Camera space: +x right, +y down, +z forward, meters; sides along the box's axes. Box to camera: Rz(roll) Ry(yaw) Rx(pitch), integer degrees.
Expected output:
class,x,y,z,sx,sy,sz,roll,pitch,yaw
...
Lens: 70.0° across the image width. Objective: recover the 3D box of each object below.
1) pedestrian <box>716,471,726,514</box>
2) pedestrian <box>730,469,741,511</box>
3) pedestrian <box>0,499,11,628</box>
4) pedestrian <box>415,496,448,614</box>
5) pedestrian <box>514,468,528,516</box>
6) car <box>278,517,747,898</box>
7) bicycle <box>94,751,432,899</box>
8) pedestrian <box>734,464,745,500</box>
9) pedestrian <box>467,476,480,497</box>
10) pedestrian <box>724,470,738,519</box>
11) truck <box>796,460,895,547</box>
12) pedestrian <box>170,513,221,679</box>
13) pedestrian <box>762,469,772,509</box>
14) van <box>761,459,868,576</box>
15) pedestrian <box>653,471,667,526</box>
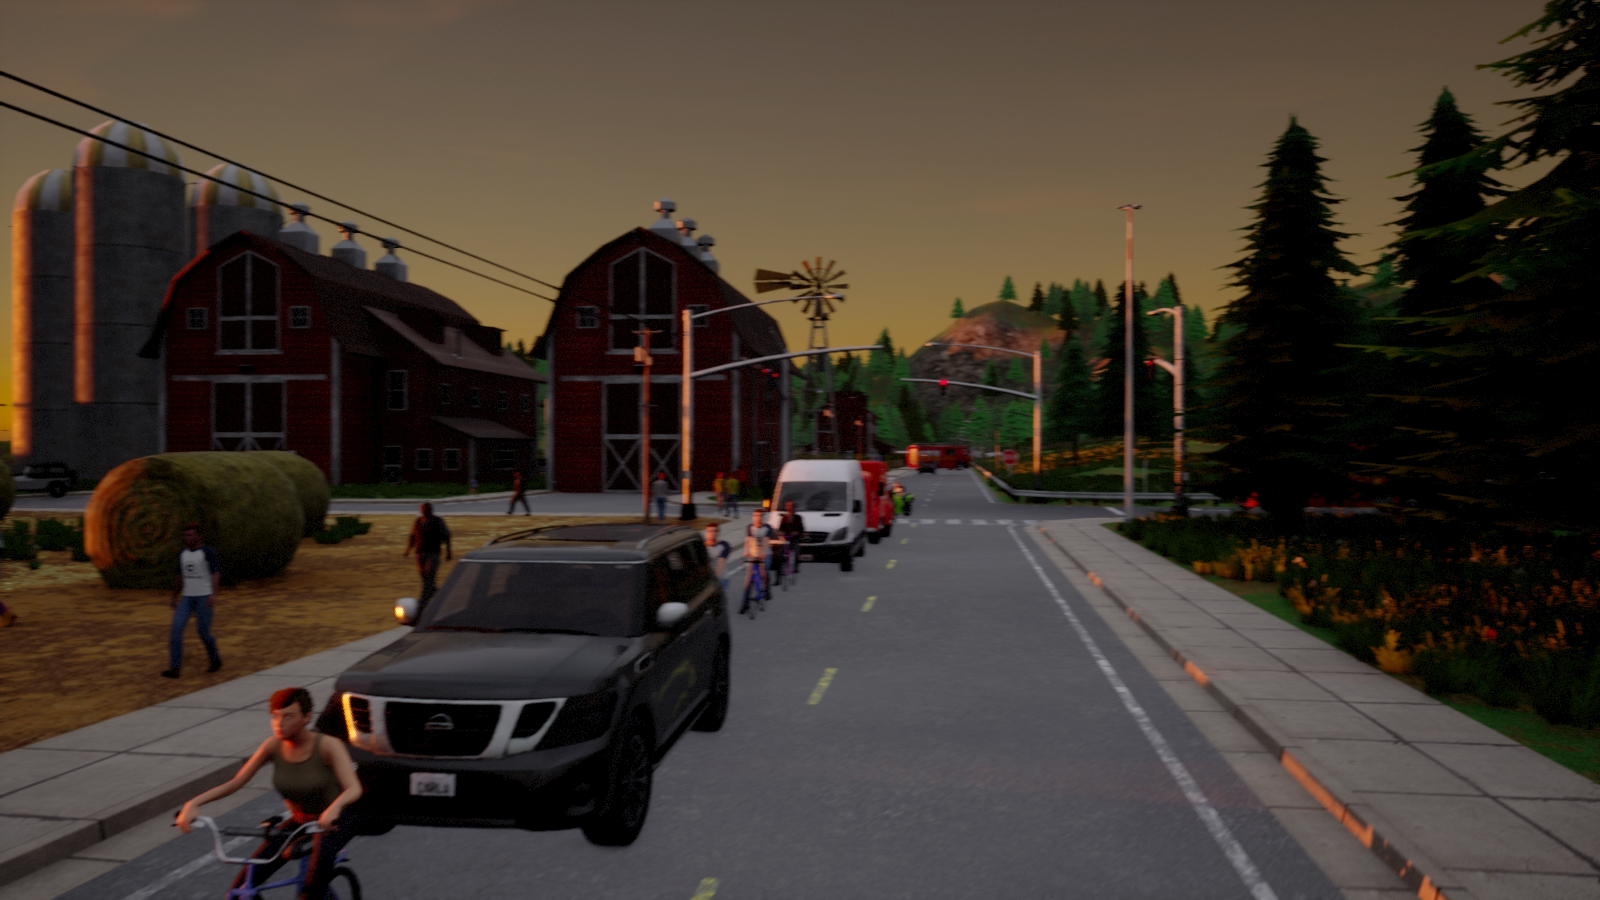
class,x,y,z,sx,sy,sz,roll,pitch,yaw
pedestrian,-3.406,1.819,49.225,0.375,1.860,0.375,0,0,1
pedestrian,-2.946,1.820,52.097,0.375,1.860,0.375,0,0,18
pedestrian,-11.806,1.657,16.647,0.375,1.860,0.375,0,0,23
pedestrian,-5.953,1.680,18.458,0.375,1.860,0.375,0,0,13
pedestrian,-10.903,1.656,44.690,0.375,1.860,0.375,0,0,17
car,-1.980,1.777,10.029,2.150,2.045,5.566,0,0,7
bicycle,-2.580,2.252,5.701,0.859,1.080,1.487,0,0,7
pedestrian,-3.107,1.641,58.680,0.375,1.860,0.375,0,0,41
pedestrian,-17.465,1.924,61.097,0.500,1.100,0.500,0,0,22
pedestrian,-2.629,1.683,43.612,0.375,1.860,0.375,0,0,-32
truck,1.530,1.573,35.813,2.627,2.467,5.204,0,0,8
pedestrian,-6.999,1.678,13.233,0.375,1.860,0.375,0,0,8
pedestrian,-1.549,1.823,53.508,0.375,1.860,0.375,0,0,9
van,0.497,1.537,28.573,1.988,2.561,5.915,0,0,7
pedestrian,-4.790,1.671,39.220,0.375,1.860,0.375,0,0,12
